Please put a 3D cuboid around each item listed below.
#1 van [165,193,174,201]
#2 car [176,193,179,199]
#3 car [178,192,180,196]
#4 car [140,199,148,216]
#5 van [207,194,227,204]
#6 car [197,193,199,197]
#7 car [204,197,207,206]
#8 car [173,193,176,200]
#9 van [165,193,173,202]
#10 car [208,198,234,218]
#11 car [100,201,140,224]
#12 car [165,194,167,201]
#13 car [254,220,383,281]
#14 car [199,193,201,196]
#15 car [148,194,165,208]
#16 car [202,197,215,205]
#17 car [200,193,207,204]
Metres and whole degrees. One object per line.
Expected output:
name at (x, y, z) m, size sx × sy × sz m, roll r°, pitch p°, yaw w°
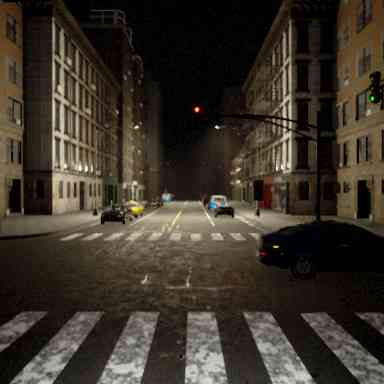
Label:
van at (-5.215, 1.212, 77.954) m, size 1.690 × 1.788 × 3.998 m, roll 0°, pitch 0°, yaw 0°
car at (-5.194, 1.404, 88.767) m, size 2.008 × 1.369 × 4.403 m, roll 0°, pitch 0°, yaw 0°
car at (-5.183, 1.159, 94.173) m, size 2.192 × 1.841 × 5.009 m, roll 0°, pitch 0°, yaw 0°
car at (-5.311, 1.476, 29.129) m, size 1.752 × 1.417 × 4.829 m, roll 0°, pitch 0°, yaw 0°
van at (2.741, 1.283, 34.683) m, size 1.690 × 1.788 × 3.998 m, roll 0°, pitch 0°, yaw 0°
car at (2.894, 1.407, 83.339) m, size 1.887 × 1.381 × 4.507 m, roll 0°, pitch 0°, yaw 0°
car at (2.757, 1.515, 40.089) m, size 1.802 × 1.307 × 4.206 m, roll 0°, pitch 0°, yaw 0°
car at (-5.226, 1.195, 72.548) m, size 2.192 × 1.841 × 5.009 m, roll 0°, pitch 0°, yaw 0°
van at (-5.237, 1.230, 67.141) m, size 1.690 × 1.788 × 3.998 m, roll 0°, pitch 0°, yaw 0°
car at (2.723, 1.501, 29.277) m, size 2.008 × 1.369 × 4.403 m, roll 0°, pitch 0°, yaw 0°
car at (-5.321, 1.511, 23.893) m, size 2.008 × 1.369 × 4.403 m, roll 0°, pitch 0°, yaw 0°
car at (-5.269, 1.441, 50.753) m, size 1.752 × 1.417 × 4.829 m, roll 0°, pitch 0°, yaw 0°
car at (4.117, 1.537, 9.268) m, size 4.674 × 1.442 × 1.812 m, roll 0°, pitch 0°, yaw 0°
car at (2.843, 1.414, 67.289) m, size 1.752 × 1.417 × 4.829 m, roll 0°, pitch 0°, yaw 0°
car at (-5.279, 1.364, 45.518) m, size 1.967 × 1.590 × 4.097 m, roll 0°, pitch 0°, yaw 0°
car at (2.809, 1.472, 56.308) m, size 1.947 × 1.339 × 4.313 m, roll 0°, pitch 0°, yaw 0°
car at (2.792, 1.230, 50.901) m, size 2.192 × 1.841 × 5.009 m, roll 0°, pitch 0°, yaw 0°
